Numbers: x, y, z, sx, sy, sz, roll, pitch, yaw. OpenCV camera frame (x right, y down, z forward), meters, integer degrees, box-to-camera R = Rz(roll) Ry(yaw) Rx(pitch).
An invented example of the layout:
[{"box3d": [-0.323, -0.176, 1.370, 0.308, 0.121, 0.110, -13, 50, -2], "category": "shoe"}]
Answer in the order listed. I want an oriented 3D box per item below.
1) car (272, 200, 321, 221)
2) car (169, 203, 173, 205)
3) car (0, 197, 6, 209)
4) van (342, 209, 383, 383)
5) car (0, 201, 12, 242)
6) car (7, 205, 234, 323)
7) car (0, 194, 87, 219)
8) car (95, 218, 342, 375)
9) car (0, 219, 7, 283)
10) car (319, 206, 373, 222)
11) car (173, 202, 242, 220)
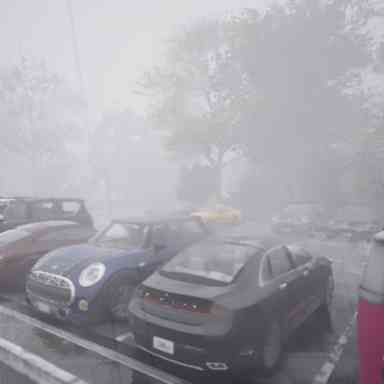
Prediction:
[{"box3d": [6.016, 1.350, 18.357, 2.185, 1.767, 4.553, 0, 0, 35], "category": "car"}, {"box3d": [-0.785, 1.457, 23.163, 2.231, 1.521, 4.892, 0, 0, 35], "category": "car"}, {"box3d": [-25.882, 1.424, 41.004, 2.002, 1.452, 4.674, 0, 0, 35], "category": "car"}, {"box3d": [3.424, 1.264, 4.255, 1.878, 1.987, 4.442, 0, 0, 35], "category": "van"}, {"box3d": [-10.368, 1.324, 13.884, 2.185, 1.767, 4.553, 0, 0, 35], "category": "car"}, {"box3d": [-1.194, 1.351, 7.436, 2.185, 1.767, 4.553, 0, 0, 35], "category": "car"}, {"box3d": [-5.798, 1.212, 10.636, 2.435, 2.045, 5.566, 0, 0, 35], "category": "car"}, {"box3d": [1.068, 1.484, 5.780, 2.231, 1.521, 4.892, 0, 0, 35], "category": "car"}, {"box3d": [-3.499, 1.510, 9.033, 2.002, 1.452, 4.674, 0, 0, 35], "category": "car"}, {"box3d": [8.244, 1.512, 16.699, 2.163, 1.488, 4.792, 0, 0, 35], "category": "car"}, {"box3d": [1.368, 1.460, 21.398, 1.946, 1.575, 5.366, 0, 0, 35], "category": "car"}]
